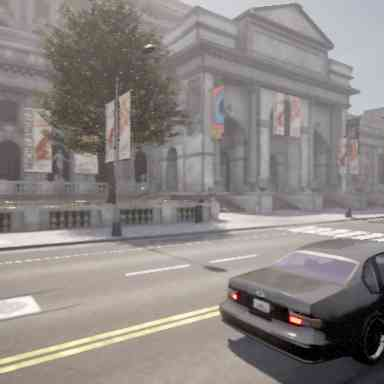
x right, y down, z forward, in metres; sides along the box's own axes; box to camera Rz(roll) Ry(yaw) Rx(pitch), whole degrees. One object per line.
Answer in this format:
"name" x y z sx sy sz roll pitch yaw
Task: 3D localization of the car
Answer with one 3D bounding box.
"car" 2.995 1.549 5.803 5.357 1.411 2.033 0 0 -34
